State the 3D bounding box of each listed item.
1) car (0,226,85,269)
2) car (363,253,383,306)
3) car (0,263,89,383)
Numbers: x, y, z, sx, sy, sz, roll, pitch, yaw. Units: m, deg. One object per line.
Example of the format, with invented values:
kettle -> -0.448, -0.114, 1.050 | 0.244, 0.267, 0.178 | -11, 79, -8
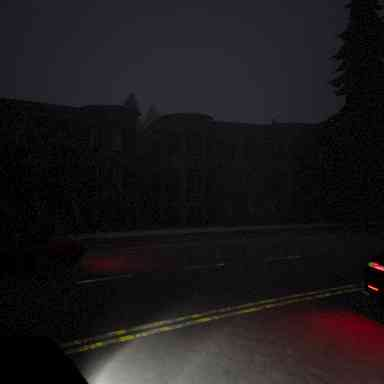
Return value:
car -> -5.371, 1.601, 8.589 | 4.718, 1.301, 1.895 | 0, 0, -33
car -> 5.450, 1.490, 6.209 | 4.902, 1.511, 2.128 | 0, 0, -24
car -> -3.091, 1.548, 1.378 | 5.357, 1.411, 2.033 | 0, 0, -37
